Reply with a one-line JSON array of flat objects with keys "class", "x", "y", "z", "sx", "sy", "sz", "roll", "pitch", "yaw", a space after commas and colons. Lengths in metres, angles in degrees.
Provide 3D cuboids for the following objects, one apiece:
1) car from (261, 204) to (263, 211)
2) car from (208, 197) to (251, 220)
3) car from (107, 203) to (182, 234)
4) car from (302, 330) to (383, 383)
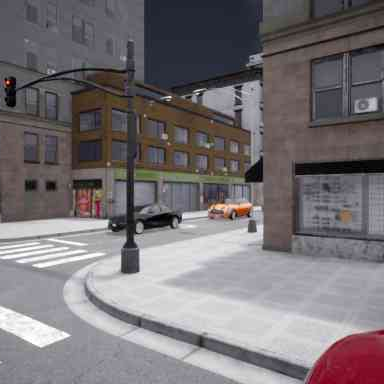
[{"class": "car", "x": 9.034, "y": 1.447, "z": 35.199, "sx": 1.895, "sy": 1.301, "sz": 4.718, "roll": 0, "pitch": 0, "yaw": 36}, {"class": "car", "x": 3.154, "y": 1.240, "z": 26.976, "sx": 2.097, "sy": 1.767, "sz": 4.553, "roll": 0, "pitch": 0, "yaw": 35}, {"class": "car", "x": -2.549, "y": 1.408, "z": 18.989, "sx": 1.882, "sy": 1.535, "sz": 5.008, "roll": 0, "pitch": 0, "yaw": 34}, {"class": "car", "x": 2.745, "y": 1.315, "z": 0.843, "sx": 5.009, "sy": 1.841, "sz": 2.192, "roll": 0, "pitch": 0, "yaw": 36}]
